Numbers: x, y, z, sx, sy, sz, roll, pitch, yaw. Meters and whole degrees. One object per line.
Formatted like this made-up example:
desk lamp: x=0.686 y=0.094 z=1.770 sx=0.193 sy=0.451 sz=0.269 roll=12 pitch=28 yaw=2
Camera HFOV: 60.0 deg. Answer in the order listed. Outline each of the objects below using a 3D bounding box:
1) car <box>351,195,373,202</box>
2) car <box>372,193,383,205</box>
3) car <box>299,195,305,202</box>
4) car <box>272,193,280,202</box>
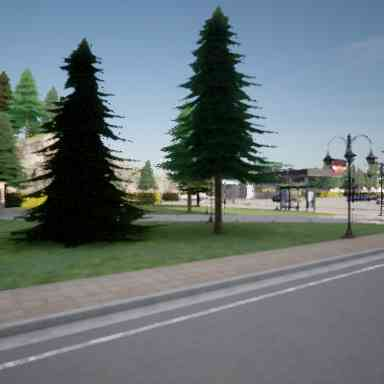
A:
car: x=34.535 y=1.263 z=68.168 sx=1.845 sy=1.501 sz=3.633 roll=0 pitch=0 yaw=-36
car: x=31.154 y=1.341 z=52.255 sx=1.970 sy=1.475 sz=3.806 roll=0 pitch=0 yaw=-36
car: x=20.434 y=1.285 z=67.537 sx=2.152 sy=1.636 sz=5.027 roll=0 pitch=0 yaw=-36
car: x=17.911 y=1.297 z=65.673 sx=2.007 sy=1.523 sz=4.514 roll=0 pitch=0 yaw=-36
